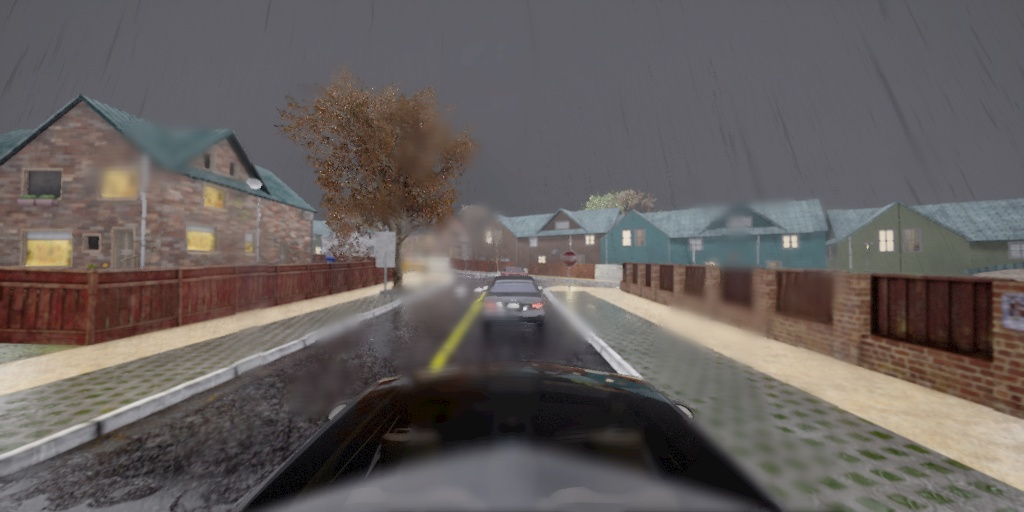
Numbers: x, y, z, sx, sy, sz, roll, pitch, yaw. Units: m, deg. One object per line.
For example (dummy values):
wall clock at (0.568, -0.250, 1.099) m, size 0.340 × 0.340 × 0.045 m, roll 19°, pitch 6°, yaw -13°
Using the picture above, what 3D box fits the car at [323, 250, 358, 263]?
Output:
car at (-21.100, 0.313, 43.976) m, size 5.566 × 2.045 × 2.150 m, roll 3°, pitch 0°, yaw 34°

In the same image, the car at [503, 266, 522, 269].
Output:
car at (0.009, 1.472, 28.509) m, size 1.895 × 1.301 × 4.718 m, roll 2°, pitch -1°, yaw -5°

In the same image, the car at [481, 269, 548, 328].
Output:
car at (0.065, 1.327, 11.499) m, size 2.033 × 1.411 × 5.357 m, roll 0°, pitch 0°, yaw 0°

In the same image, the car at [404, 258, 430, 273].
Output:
car at (-10.783, 0.949, 37.547) m, size 5.008 × 1.535 × 1.882 m, roll 2°, pitch 0°, yaw 32°
